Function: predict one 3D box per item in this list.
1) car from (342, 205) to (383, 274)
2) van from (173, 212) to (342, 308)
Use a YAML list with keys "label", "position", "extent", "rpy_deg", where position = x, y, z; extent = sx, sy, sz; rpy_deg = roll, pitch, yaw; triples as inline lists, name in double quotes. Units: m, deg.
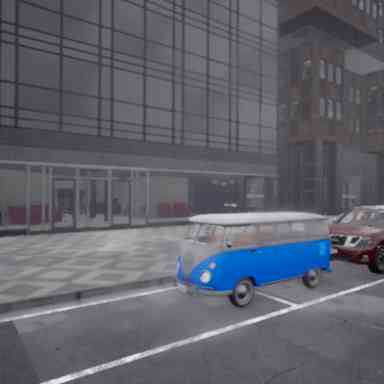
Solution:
- label: "car"
  position: [6.091, 1.384, 10.993]
  extent: [5.009, 1.841, 2.192]
  rpy_deg: [0, 0, -35]
- label: "van"
  position: [1.524, 1.376, 7.735]
  extent: [3.998, 1.788, 1.690]
  rpy_deg: [0, 0, -35]
